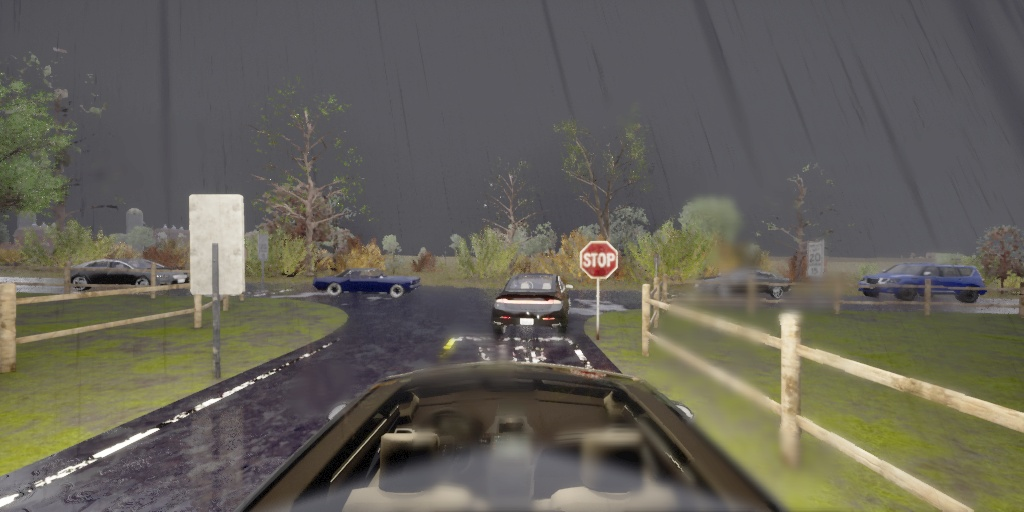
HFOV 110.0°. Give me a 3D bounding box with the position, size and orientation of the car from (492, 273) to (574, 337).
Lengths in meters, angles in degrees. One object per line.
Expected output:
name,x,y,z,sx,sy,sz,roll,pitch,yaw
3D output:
car,0.714,1.239,10.323,2.128,1.511,4.902,0,0,9

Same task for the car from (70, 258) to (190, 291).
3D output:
car,-18.477,0.885,17.389,4.902,1.511,2.128,1,1,0

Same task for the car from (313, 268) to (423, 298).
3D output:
car,-6.809,1.248,17.361,4.718,1.301,1.895,1,1,0

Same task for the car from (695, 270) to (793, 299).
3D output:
car,13.020,1.525,20.271,4.902,1.511,2.128,1,1,0

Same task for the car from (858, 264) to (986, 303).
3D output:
car,23.026,1.470,20.251,5.566,2.045,2.150,1,1,0
